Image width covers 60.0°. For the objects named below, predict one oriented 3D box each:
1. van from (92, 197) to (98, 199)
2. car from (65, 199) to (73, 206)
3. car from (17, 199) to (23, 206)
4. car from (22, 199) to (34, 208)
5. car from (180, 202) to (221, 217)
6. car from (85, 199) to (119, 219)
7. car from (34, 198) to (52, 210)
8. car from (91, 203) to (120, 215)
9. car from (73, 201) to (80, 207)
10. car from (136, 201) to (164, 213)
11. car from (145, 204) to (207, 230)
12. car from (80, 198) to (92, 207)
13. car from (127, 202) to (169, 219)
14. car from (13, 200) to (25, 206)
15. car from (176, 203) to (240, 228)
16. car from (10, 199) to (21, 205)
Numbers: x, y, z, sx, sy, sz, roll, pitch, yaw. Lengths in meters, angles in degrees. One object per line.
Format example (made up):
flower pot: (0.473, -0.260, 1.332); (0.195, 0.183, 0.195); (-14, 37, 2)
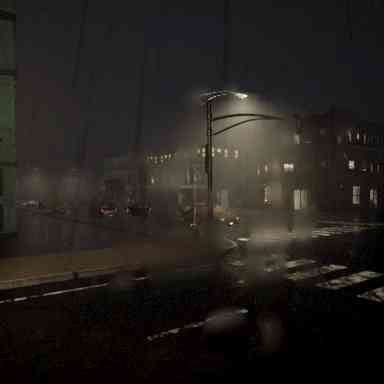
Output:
van: (-15.275, 1.907, 57.476); (1.690, 1.788, 3.998); (-1, 0, -36)
car: (-28.145, 2.365, 75.489); (1.947, 1.339, 4.313); (-1, 0, -36)
car: (-38.183, 2.380, 75.116); (1.967, 1.590, 4.097); (-1, 0, -36)
car: (-31.744, 2.376, 66.111); (2.008, 1.369, 4.403); (-1, 0, -36)
car: (0.823, 1.810, 34.961); (2.008, 1.369, 4.403); (-2, 0, -36)
car: (-9.215, 1.847, 34.589); (1.967, 1.590, 4.097); (-1, 0, -36)
car: (-25.207, 2.233, 56.966); (1.752, 1.417, 4.829); (-1, 0, -36)
car: (-10.717, 2.051, 41.179); (1.895, 1.301, 4.718); (-1, 0, -35)
car: (-21.708, 2.228, 66.482); (1.887, 1.381, 4.507); (-1, 0, -36)
car: (-5.613, 1.966, 43.967); (1.802, 1.307, 4.206); (-2, 0, -36)
car: (-1.242, 1.815, 23.229); (1.947, 1.339, 4.313); (-2, 0, -36)
car: (-18.495, 1.940, 61.979); (2.192, 1.841, 5.009); (-1, 0, -36)
car: (-4.723, 1.825, 32.781); (2.128, 1.511, 4.902); (-1, 0, -35)
car: (-41.400, 2.548, 79.620); (2.008, 1.369, 4.403); (-1, 0, -36)
car: (1.112, 1.766, 24.612); (2.033, 1.411, 5.357); (-1, 0, -36)
car: (-44.618, 2.598, 84.122); (1.887, 1.381, 4.507); (-1, 0, -36)
